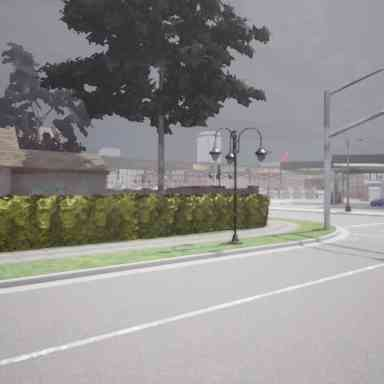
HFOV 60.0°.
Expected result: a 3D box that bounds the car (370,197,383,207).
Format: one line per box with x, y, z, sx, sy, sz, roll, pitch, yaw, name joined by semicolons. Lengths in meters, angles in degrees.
28.475;1.389;48.417;2.242;1.667;4.611;0;0;-35;car
